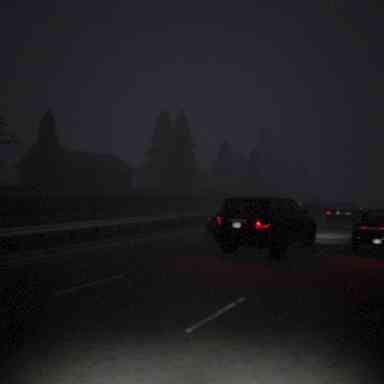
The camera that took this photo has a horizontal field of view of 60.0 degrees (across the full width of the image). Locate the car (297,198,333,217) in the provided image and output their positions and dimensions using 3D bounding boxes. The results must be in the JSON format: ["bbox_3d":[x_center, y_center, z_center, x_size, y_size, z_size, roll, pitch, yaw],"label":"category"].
[{"bbox_3d":[11.612,1.409,31.146,1.882,1.535,5.008,0,0,35],"label":"car"}]

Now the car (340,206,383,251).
[{"bbox_3d":[7.685,1.462,13.288,2.128,1.511,4.902,0,0,35],"label":"car"}]

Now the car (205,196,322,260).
[{"bbox_3d":[3.004,1.187,12.749,2.150,2.045,5.566,0,-1,36],"label":"car"}]

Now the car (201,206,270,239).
[{"bbox_3d":[2.497,1.524,18.078,1.994,1.385,4.181,0,0,35],"label":"car"}]

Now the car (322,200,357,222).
[{"bbox_3d":[11.446,1.493,24.845,2.033,1.411,5.357,0,0,35],"label":"car"}]
